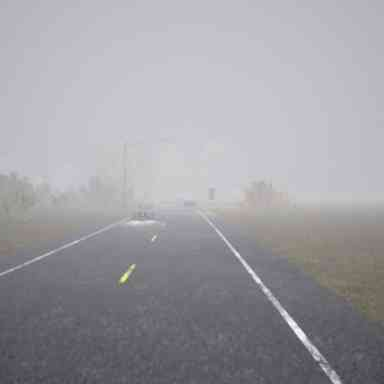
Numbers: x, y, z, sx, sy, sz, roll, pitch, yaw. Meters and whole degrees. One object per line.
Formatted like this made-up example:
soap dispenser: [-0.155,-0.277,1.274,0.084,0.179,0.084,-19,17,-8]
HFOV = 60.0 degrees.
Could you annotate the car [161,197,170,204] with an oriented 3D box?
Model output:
car: [-5.743,1.741,72.266,2.128,1.511,4.902,0,0,-2]

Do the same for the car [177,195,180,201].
car: [-2.890,1.763,87.312,1.994,1.385,4.181,0,0,-2]

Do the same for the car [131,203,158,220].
car: [-4.058,1.682,28.927,1.994,1.385,4.181,0,0,-2]

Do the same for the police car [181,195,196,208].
police car: [-0.380,1.612,53.688,1.930,1.638,5.238,0,0,-2]
